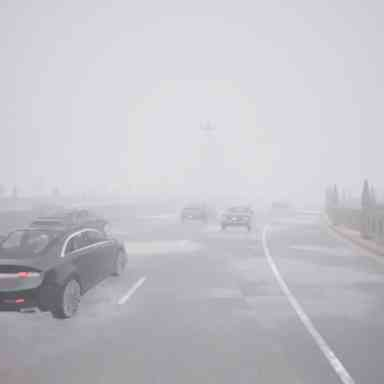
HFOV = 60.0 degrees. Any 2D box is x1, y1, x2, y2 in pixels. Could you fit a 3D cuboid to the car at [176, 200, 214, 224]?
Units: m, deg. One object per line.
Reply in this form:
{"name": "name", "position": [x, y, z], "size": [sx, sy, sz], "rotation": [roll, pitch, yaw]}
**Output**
{"name": "car", "position": [0.600, 1.494, 25.124], "size": [2.128, 1.511, 4.902], "rotation": [0, 0, 17]}

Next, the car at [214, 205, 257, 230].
{"name": "car", "position": [3.060, 1.561, 21.285], "size": [2.033, 1.411, 5.357], "rotation": [0, 0, 15]}

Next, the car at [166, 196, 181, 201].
{"name": "car", "position": [-3.722, 1.538, 57.571], "size": [1.837, 1.490, 4.892], "rotation": [0, 0, 33]}

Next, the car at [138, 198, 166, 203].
{"name": "car", "position": [-5.329, 1.541, 39.829], "size": [1.994, 1.385, 4.181], "rotation": [0, 0, 24]}

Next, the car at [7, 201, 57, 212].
{"name": "car", "position": [-13.190, 1.490, 28.540], "size": [2.033, 1.411, 5.357], "rotation": [0, 0, 17]}

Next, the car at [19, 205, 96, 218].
{"name": "car", "position": [-5.368, 1.481, 15.229], "size": [1.837, 1.490, 4.892], "rotation": [0, 0, 9]}

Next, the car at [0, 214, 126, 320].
{"name": "car", "position": [-2.897, 1.479, 7.352], "size": [2.128, 1.511, 4.902], "rotation": [0, 0, 5]}

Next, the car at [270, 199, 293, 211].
{"name": "car", "position": [11.081, 1.574, 40.991], "size": [1.812, 1.442, 4.674], "rotation": [0, 0, 29]}
